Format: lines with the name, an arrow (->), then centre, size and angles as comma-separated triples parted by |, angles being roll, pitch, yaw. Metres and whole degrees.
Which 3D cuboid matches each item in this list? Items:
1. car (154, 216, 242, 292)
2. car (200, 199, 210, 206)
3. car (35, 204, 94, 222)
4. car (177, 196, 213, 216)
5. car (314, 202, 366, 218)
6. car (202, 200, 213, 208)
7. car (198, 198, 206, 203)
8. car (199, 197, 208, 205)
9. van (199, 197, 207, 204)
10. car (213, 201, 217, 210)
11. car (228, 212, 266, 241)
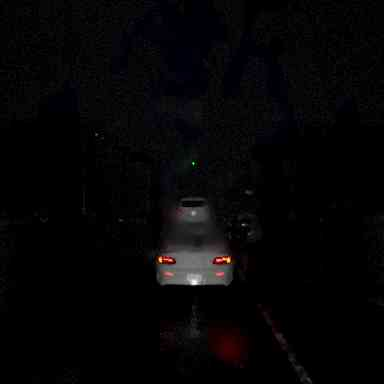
car -> 0.084, 1.599, 9.056 | 1.812, 1.442, 4.674 | 0, -1, 1
car -> 2.726, 2.152, 71.684 | 1.887, 1.381, 4.507 | -1, 0, 0
car -> -11.097, 1.834, 29.081 | 4.902, 1.511, 2.128 | 0, 1, 0
car -> 0.117, 1.417, 23.567 | 2.150, 2.045, 5.566 | 0, -1, 0
car -> 14.201, 1.673, 31.992 | 4.674, 1.442, 1.812 | 0, 1, -2
car -> 2.711, 2.093, 60.619 | 1.802, 1.307, 4.206 | -1, 0, 0
car -> 2.760, 2.350, 93.813 | 2.008, 1.369, 4.403 | -1, -1, 0
car -> 2.733, 2.095, 77.217 | 1.967, 1.590, 4.097 | -1, 0, 0
van -> 2.739, 2.044, 82.750 | 1.690, 1.788, 3.998 | -1, 0, 0
car -> 2.694, 1.960, 49.555 | 1.887, 1.381, 4.507 | -1, 0, 0
car -> 2.646, 1.690, 17.111 | 2.008, 1.369, 4.403 | -1, 0, 0
